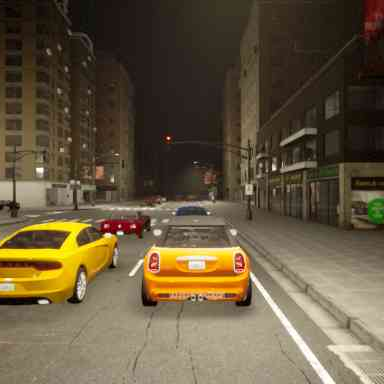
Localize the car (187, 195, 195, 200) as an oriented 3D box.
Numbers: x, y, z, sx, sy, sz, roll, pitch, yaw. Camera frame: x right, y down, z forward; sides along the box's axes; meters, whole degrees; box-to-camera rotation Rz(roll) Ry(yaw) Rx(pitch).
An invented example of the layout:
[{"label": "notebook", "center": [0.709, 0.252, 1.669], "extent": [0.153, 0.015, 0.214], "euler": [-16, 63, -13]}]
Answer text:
[{"label": "car", "center": [-0.182, 1.483, 90.800], "extent": [2.033, 1.411, 5.357], "euler": [0, 0, 0]}]

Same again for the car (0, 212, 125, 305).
[{"label": "car", "center": [-3.165, 1.478, 8.173], "extent": [1.882, 1.535, 5.008], "euler": [0, 0, 0]}]

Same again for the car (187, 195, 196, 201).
[{"label": "car", "center": [-0.161, 1.399, 80.765], "extent": [2.097, 1.767, 4.553], "euler": [0, 0, 0]}]

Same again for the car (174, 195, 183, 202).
[{"label": "car", "center": [-3.410, 1.543, 80.372], "extent": [1.837, 1.490, 4.892], "euler": [0, 0, 0]}]

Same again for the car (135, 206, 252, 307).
[{"label": "car", "center": [0.084, 1.353, 8.164], "extent": [2.097, 1.767, 4.553], "euler": [0, 0, 0]}]

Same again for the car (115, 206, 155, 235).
[{"label": "car", "center": [-3.284, 1.603, 17.430], "extent": [1.895, 1.301, 4.718], "euler": [0, 0, 0]}]

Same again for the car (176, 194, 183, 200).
[{"label": "car", "center": [-3.432, 1.421, 90.794], "extent": [1.882, 1.535, 5.008], "euler": [0, 0, 0]}]

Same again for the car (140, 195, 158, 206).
[{"label": "car", "center": [-6.694, 1.545, 50.163], "extent": [1.812, 1.442, 4.674], "euler": [0, 0, 0]}]

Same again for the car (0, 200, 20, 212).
[{"label": "car", "center": [-22.226, 1.596, 38.513], "extent": [4.313, 1.339, 1.947], "euler": [0, 0, 0]}]

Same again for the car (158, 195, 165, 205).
[{"label": "car", "center": [-6.691, 1.379, 60.549], "extent": [2.097, 1.767, 4.553], "euler": [0, 0, 0]}]
